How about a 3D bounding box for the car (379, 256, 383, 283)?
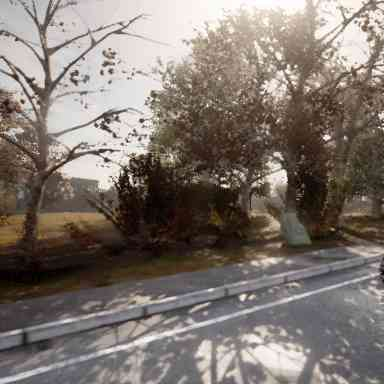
[{"bbox_3d":[6.605,1.569,8.405,4.674,1.442,1.812,0,0,-36],"label":"car"}]
